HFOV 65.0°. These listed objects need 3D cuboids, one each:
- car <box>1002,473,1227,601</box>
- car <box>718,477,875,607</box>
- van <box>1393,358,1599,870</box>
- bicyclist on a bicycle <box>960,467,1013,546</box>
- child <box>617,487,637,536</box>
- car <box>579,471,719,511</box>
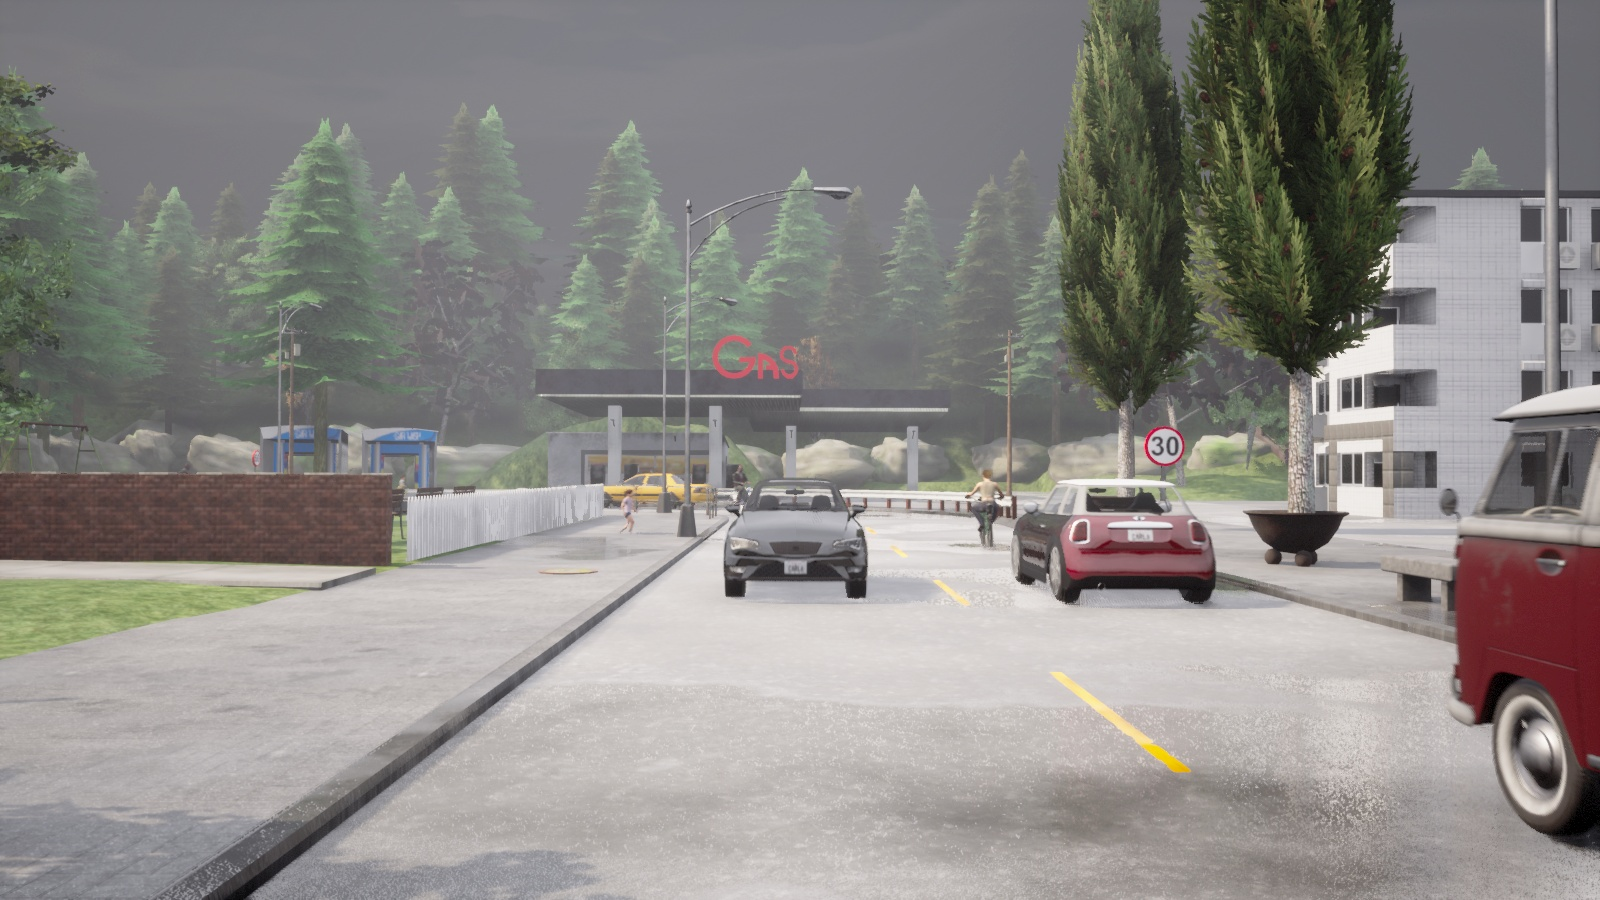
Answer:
[{"bbox_3d":[3.954,1.040,16.452,1.970,1.475,3.806,0,-1,0],"label":"car"},{"bbox_3d":[-0.047,1.107,16.611,1.816,1.474,4.193,0,-1,0],"label":"car"},{"bbox_3d":[3.989,0.624,4.306,1.775,1.987,4.442,0,-1,0],"label":"van"},{"bbox_3d":[3.930,1.180,26.550,0.866,1.612,1.509,0,-1,0],"label":"bicyclist on a bicycle"},{"bbox_3d":[-3.942,1.399,28.605,0.394,1.110,0.255,0,-1,15],"label":"child"},{"bbox_3d":[-6.120,1.634,51.016,5.366,1.575,1.801,0,-1,15],"label":"car"}]
